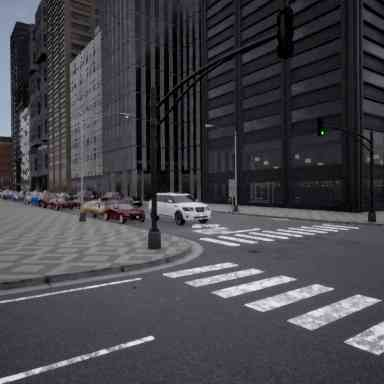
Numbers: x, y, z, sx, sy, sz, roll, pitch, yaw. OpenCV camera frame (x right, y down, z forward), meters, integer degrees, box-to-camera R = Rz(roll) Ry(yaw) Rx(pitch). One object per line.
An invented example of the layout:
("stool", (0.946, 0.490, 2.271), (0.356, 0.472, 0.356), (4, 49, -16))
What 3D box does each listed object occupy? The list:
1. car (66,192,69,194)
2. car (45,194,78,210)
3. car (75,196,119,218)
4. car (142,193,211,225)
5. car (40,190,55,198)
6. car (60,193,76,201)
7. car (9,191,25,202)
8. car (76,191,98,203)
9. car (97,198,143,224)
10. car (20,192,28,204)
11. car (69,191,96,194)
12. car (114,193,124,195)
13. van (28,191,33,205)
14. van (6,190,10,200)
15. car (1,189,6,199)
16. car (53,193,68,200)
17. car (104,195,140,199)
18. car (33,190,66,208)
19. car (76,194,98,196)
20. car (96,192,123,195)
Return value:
("car", (-21.857, 0.830, 57.332), (2.097, 1.767, 4.553), (-1, 1, -36))
("car", (-14.851, 1.275, 37.706), (1.887, 1.381, 4.507), (0, 1, -36))
("car", (-8.148, 1.353, 28.461), (1.752, 1.417, 4.829), (0, 1, -36))
("car", (-1.036, 1.085, 23.331), (2.150, 2.045, 5.566), (-1, 1, -36))
("car", (-34.359, 0.510, 79.133), (2.192, 1.841, 5.009), (0, 1, -36))
("car", (-24.456, 0.949, 65.476), (1.802, 1.307, 4.206), (0, 1, -36))
("car", (-31.360, 0.904, 60.474), (1.967, 1.590, 4.097), (0, 1, -36))
("car", (-17.852, 0.793, 56.367), (2.192, 1.841, 5.009), (0, 1, -36))
("car", (-4.945, 1.416, 24.045), (1.887, 1.381, 4.507), (0, 1, -36))
("car", (-24.757, 1.126, 51.368), (2.008, 1.369, 4.403), (0, 1, -36))
("car", (-15.678, 0.799, 48.877), (2.150, 2.045, 5.566), (-1, 1, -38))
("car", (-7.948, 1.200, 42.709), (1.947, 1.339, 4.313), (0, 1, -36))
("van", (-21.454, 0.970, 46.812), (1.690, 1.788, 3.998), (0, 1, -36))
("van", (-34.660, 0.748, 65.026), (1.690, 1.788, 3.998), (0, 1, -36))
("car", (-37.962, 0.665, 69.579), (2.192, 1.841, 5.009), (0, 1, -36))
("car", (-27.758, 0.855, 70.029), (1.887, 1.381, 4.507), (0, 1, -36))
("car", (-7.046, 1.328, 31.630), (2.033, 1.411, 5.357), (-1, 1, -35))
("car", (-18.152, 0.996, 42.258), (2.192, 1.841, 5.009), (0, 1, -36))
("car", (-12.935, 1.259, 39.778), (1.994, 1.385, 4.181), (-1, 1, -35))
("car", (-11.249, 0.899, 47.260), (2.192, 1.841, 5.009), (0, 1, -36))
